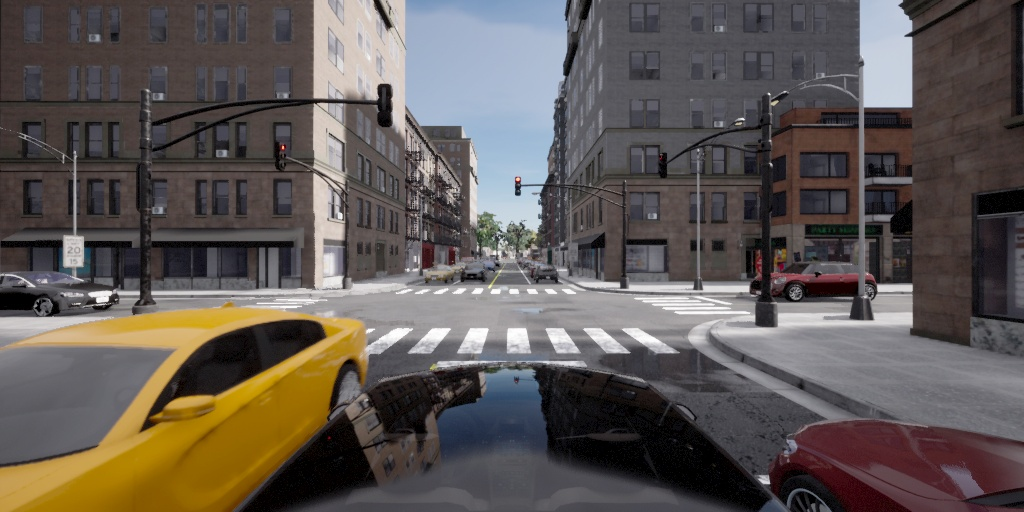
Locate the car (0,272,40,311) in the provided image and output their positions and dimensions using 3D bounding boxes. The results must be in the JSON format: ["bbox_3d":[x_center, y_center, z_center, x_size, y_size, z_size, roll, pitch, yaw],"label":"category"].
[{"bbox_3d":[-5.398,1.064,0.745,2.192,1.841,5.009,0,0,0],"label":"car"}]

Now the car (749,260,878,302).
[{"bbox_3d":[13.218,1.036,15.958,4.553,1.767,2.097,0,0,0],"label":"car"}]

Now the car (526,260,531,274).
[{"bbox_3d":[2.547,1.296,33.257,1.888,1.381,4.507,0,0,0],"label":"car"}]

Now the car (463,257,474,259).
[{"bbox_3d":[-5.531,1.067,44.198,2.192,1.841,5.009,0,0,0],"label":"car"}]

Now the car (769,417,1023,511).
[{"bbox_3d":[2.641,1.332,0.767,1.802,1.307,4.207,0,0,0],"label":"car"}]

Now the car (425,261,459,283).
[{"bbox_3d":[-5.490,1.276,27.582,1.751,1.417,4.829,0,0,0],"label":"car"}]

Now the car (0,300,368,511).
[{"bbox_3d":[-2.854,1.227,2.792,1.882,1.535,5.008,0,0,0],"label":"car"}]

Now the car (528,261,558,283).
[{"bbox_3d":[2.563,1.301,27.775,2.007,1.370,4.403,0,0,0],"label":"car"}]

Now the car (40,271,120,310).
[{"bbox_3d":[-17.101,1.309,12.882,4.902,1.511,2.128,0,0,1],"label":"car"}]

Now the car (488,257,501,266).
[{"bbox_3d":[-2.932,1.356,61.003,1.895,1.301,4.718,0,0,0],"label":"car"}]

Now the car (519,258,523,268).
[{"bbox_3d":[2.484,1.304,55.184,2.007,1.370,4.403,0,0,0],"label":"car"}]

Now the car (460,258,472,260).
[{"bbox_3d":[-5.517,1.277,38.545,1.751,1.417,4.829,0,0,0],"label":"car"}]

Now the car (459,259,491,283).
[{"bbox_3d":[-2.924,1.254,28.433,1.837,1.490,4.892,0,0,0],"label":"car"}]

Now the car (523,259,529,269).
[{"bbox_3d":[2.532,1.302,38.739,2.007,1.370,4.403,0,0,0],"label":"car"}]

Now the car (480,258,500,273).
[{"bbox_3d":[-2.971,1.300,44.679,2.033,1.411,5.357,0,0,0],"label":"car"}]
